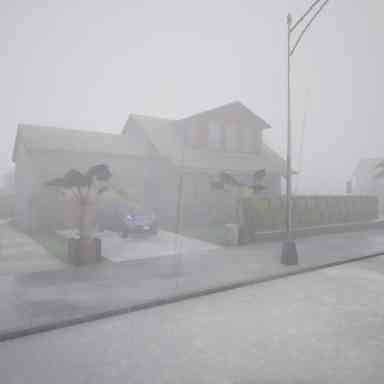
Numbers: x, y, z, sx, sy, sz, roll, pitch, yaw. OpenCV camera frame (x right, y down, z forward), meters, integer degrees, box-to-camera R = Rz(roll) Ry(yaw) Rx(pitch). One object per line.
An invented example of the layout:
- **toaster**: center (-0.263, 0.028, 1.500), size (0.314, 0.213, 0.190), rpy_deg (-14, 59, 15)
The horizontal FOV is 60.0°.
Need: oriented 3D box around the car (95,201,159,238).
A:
- **car**: center (-3.022, 1.174, 15.291), size (1.845, 1.501, 3.633), rpy_deg (0, 0, -38)
